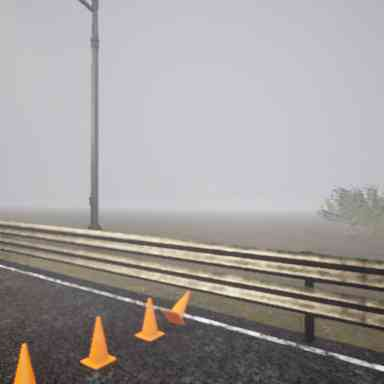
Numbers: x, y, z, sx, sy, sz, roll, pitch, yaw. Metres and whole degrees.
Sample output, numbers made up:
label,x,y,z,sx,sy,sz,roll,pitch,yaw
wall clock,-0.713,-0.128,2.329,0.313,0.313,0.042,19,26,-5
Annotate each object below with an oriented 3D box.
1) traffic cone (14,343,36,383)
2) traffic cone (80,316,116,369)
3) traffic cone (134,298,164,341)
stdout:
label,x,y,z,sx,sy,sz,roll,pitch,yaw
traffic cone,-1.842,1.968,3.658,0.340,0.580,0.340,0,0,36
traffic cone,-1.260,1.972,4.470,0.340,0.580,0.340,0,0,36
traffic cone,-0.676,1.977,5.283,0.340,0.580,0.340,0,0,36
